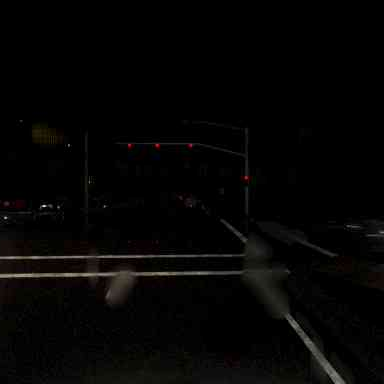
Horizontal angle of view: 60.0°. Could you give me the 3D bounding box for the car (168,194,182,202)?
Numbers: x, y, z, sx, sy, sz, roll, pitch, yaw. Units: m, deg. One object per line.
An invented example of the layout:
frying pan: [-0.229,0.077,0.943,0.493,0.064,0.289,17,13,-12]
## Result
car: [-3.656,1.551,74.638,1.994,1.385,4.181,0,0,1]

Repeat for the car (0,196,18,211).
car: [-22.207,1.352,40.409,2.097,1.767,4.553,0,0,0]

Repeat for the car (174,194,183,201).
car: [-3.469,1.296,84.467,2.097,1.767,4.553,0,0,1]

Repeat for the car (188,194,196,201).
car: [0.031,1.419,84.414,1.882,1.535,5.008,0,0,1]

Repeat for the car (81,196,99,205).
car: [-18.716,1.505,61.088,1.837,1.490,4.892,0,0,0]

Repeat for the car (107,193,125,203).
car: [-15.181,1.225,68.146,2.150,2.045,5.566,0,0,0]

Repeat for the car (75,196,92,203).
car: [-22.179,1.594,68.065,1.895,1.301,4.718,0,0,0]

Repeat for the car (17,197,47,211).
car: [-18.745,1.547,40.902,2.033,1.411,5.357,0,0,0]

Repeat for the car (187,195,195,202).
car: [-0.159,1.522,74.234,1.812,1.442,4.674,0,0,1]

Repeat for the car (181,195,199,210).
car: [-0.116,1.526,43.216,1.812,1.442,4.674,0,0,0]

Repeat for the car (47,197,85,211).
car: [-15.207,1.491,40.352,2.128,1.511,4.902,0,0,0]

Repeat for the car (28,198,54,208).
car: [-22.227,1.564,49.040,1.994,1.385,4.181,0,0,0]

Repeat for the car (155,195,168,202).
car: [-7.159,1.537,74.218,2.033,1.411,5.357,0,0,1]

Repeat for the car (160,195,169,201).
car: [-6.967,1.465,84.580,1.812,1.442,4.674,0,0,1]

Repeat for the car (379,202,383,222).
car: [16.981,1.505,24.904,4.892,1.490,1.837,0,0,1]

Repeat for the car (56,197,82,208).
car: [-18.731,1.547,50.974,2.033,1.411,5.357,0,0,0]

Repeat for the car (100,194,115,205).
car: [-15.230,1.564,57.665,1.994,1.385,4.181,0,0,0]

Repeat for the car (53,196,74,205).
car: [-22.219,1.526,57.782,1.812,1.442,4.674,0,0,0]

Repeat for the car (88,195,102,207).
car: [-15.226,1.564,49.255,1.994,1.385,4.181,0,0,0]
